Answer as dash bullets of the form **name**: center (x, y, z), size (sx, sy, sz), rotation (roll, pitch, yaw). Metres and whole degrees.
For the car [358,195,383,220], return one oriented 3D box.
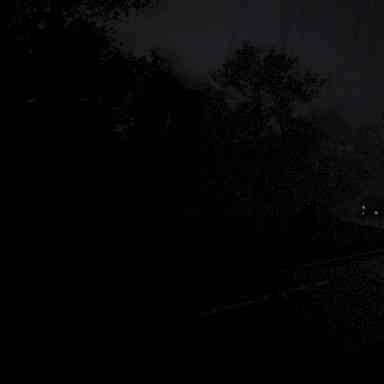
- **car**: center (16.066, 1.334, 29.564), size (2.150, 2.045, 5.566), rotation (-1, -1, 24)
